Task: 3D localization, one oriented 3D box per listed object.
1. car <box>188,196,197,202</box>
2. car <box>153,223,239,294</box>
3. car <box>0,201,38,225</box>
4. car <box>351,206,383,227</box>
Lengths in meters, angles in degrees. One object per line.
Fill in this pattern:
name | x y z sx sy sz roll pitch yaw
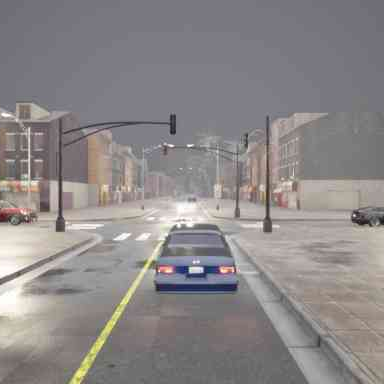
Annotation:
car | 0.019 1.550 75.854 1.882 1.535 5.008 0 0 0
car | 0.082 1.549 8.920 2.033 1.411 5.357 0 0 0
car | -13.466 1.397 23.641 4.553 1.767 2.097 0 0 -1
car | 12.356 1.522 21.035 4.313 1.339 1.947 0 0 0
